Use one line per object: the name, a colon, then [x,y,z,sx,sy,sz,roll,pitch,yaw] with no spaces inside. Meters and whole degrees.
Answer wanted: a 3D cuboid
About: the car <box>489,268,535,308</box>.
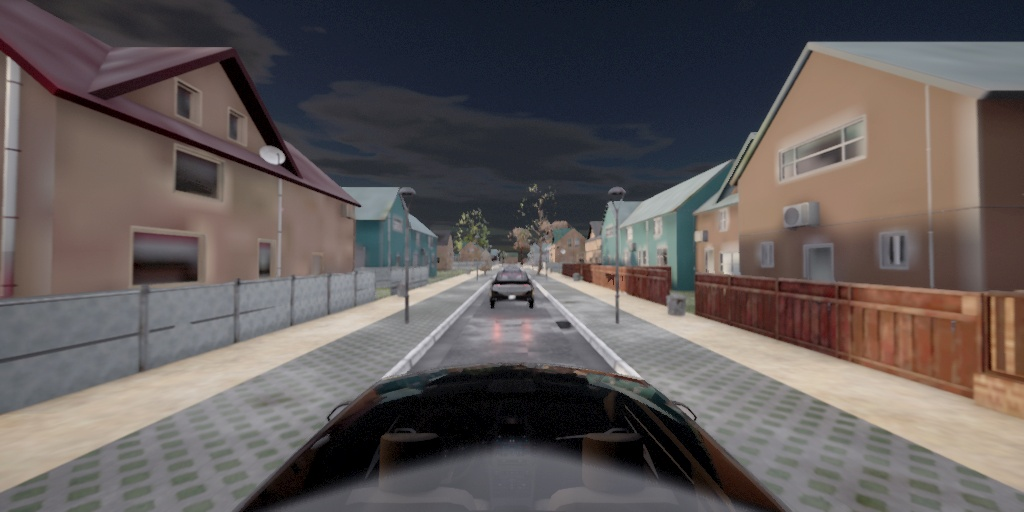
car: [0.004,1.387,16.139,2.128,1.511,4.902,0,0,0]
